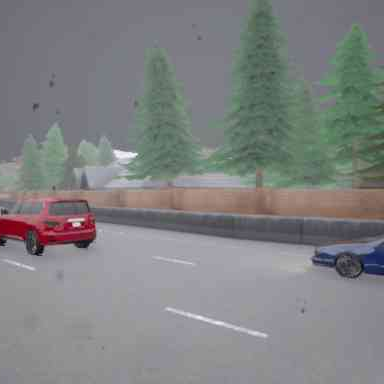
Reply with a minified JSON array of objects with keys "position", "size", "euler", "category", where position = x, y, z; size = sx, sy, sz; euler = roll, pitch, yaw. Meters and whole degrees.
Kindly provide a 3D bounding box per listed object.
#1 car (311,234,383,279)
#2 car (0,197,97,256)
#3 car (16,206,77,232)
[{"position":[5.931,1.572,8.395],"size":[5.357,1.411,2.033],"euler":[0,0,36],"category":"car"},{"position":[-6.110,1.236,13.487],"size":[5.566,2.045,2.150],"euler":[0,0,41],"category":"car"},{"position":[-9.363,1.623,21.182],"size":[4.718,1.301,1.895],"euler":[0,0,44],"category":"car"}]
